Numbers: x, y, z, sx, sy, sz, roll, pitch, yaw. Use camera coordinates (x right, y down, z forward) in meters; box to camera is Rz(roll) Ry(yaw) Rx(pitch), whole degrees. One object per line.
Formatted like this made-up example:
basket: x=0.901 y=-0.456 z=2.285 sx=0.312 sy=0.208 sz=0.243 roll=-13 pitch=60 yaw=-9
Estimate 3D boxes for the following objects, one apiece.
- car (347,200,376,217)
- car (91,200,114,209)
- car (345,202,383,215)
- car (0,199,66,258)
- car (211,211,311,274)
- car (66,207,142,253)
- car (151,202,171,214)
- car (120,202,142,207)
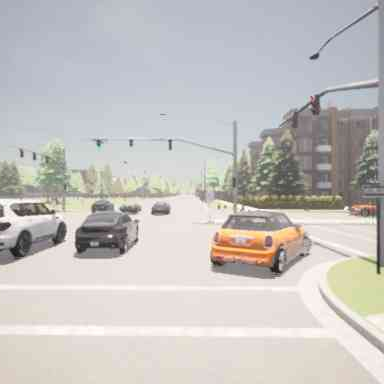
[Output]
car: x=18.149 y=1.534 z=33.191 sx=4.553 sy=1.767 sz=2.097 roll=0 pitch=0 yaw=-1
car: x=-10.471 y=1.720 z=39.237 sx=1.837 sy=1.490 sz=4.892 roll=0 pitch=0 yaw=0
car: x=19.737 y=1.802 z=36.703 sx=4.718 sy=1.301 sz=1.895 roll=0 pitch=0 yaw=0
car: x=-6.922 y=1.293 z=13.175 sx=2.150 sy=2.045 sz=5.566 roll=0 pitch=0 yaw=0
car: x=2.463 y=1.413 z=11.179 sx=2.097 sy=1.767 sz=4.553 roll=0 pitch=0 yaw=31
car: x=-3.423 y=1.583 z=14.092 sx=1.837 sy=1.490 sz=4.892 roll=0 pitch=0 yaw=0
car: x=-3.467 y=1.771 z=37.865 sx=1.994 sy=1.385 sz=4.181 roll=0 pitch=0 yaw=0
car: x=-6.969 y=1.810 z=38.197 sx=1.895 sy=1.301 sz=4.718 roll=0 pitch=0 yaw=0
